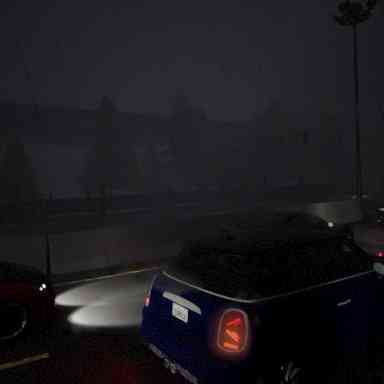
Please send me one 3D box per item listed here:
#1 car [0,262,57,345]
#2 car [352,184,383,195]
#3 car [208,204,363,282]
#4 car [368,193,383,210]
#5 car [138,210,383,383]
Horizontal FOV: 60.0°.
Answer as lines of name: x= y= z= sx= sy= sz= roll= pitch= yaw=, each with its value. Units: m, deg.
car: x=-4.303 y=1.565 z=4.983 sx=4.181 sy=1.385 sz=1.994 roll=0 pitch=0 yaw=-35
car: x=22.088 y=-0.343 z=41.631 sx=4.718 sy=1.301 sz=1.895 roll=-4 pitch=2 yaw=-36
car: x=3.069 y=1.321 z=10.303 sx=5.008 sy=1.535 sz=1.882 roll=-3 pitch=1 yaw=-36
car: x=10.690 y=0.864 z=15.825 sx=4.902 sy=1.511 sz=2.128 roll=-4 pitch=2 yaw=-36
car: x=1.592 y=1.313 z=4.915 sx=4.553 sy=1.767 sz=2.097 roll=-1 pitch=1 yaw=-36
